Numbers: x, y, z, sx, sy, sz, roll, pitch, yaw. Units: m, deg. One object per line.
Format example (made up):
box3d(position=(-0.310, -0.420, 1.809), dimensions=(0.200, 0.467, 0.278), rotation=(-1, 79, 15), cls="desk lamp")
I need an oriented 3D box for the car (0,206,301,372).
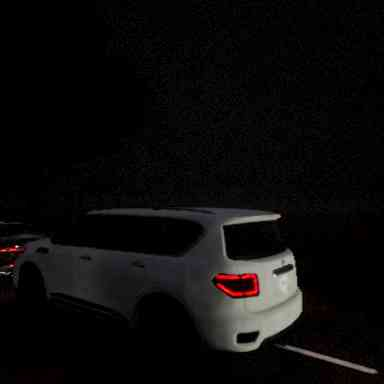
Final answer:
box3d(position=(-0.955, 1.259, 5.936), dimensions=(5.566, 2.045, 2.150), rotation=(0, -2, 37), cls="car")
